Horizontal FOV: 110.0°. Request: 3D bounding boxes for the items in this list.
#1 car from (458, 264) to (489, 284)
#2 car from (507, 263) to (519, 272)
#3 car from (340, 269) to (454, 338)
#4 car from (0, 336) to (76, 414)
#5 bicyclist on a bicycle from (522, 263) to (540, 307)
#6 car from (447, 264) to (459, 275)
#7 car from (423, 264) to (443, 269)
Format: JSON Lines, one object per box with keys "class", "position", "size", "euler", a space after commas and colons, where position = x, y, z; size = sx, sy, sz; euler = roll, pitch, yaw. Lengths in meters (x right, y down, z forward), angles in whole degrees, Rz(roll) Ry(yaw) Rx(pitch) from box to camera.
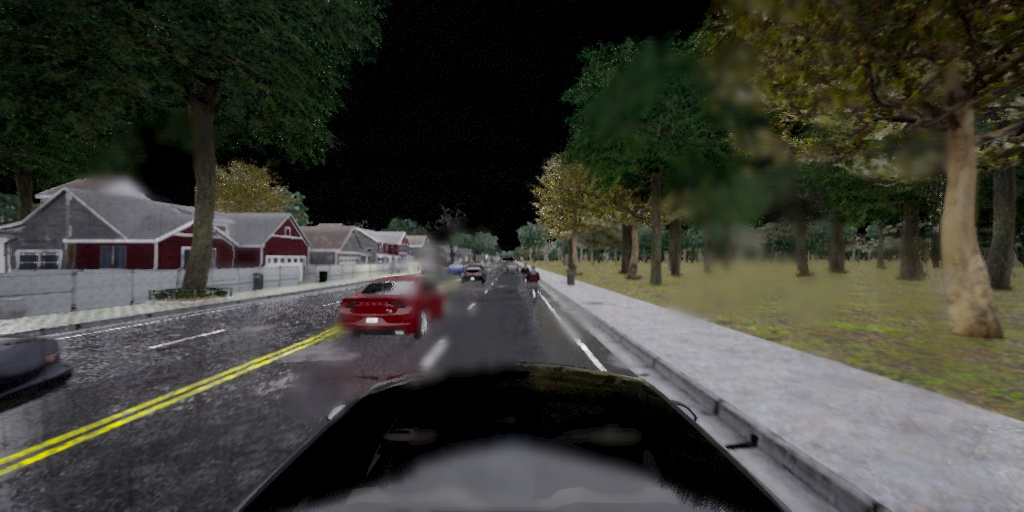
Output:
{"class": "car", "position": [-3.144, 1.572, 30.972], "size": [1.837, 1.490, 4.892], "euler": [0, -1, 0]}
{"class": "car", "position": [0.106, 1.896, 61.253], "size": [2.128, 1.511, 4.902], "euler": [0, -1, 0]}
{"class": "car", "position": [-3.147, 1.323, 10.538], "size": [1.882, 1.535, 5.008], "euler": [0, -1, 0]}
{"class": "car", "position": [-6.598, 1.305, 2.178], "size": [2.033, 1.411, 5.357], "euler": [0, -1, 0]}
{"class": "bicyclist on a bicycle", "position": [0.898, 1.265, 15.244], "size": [0.659, 1.776, 1.843], "euler": [0, 0, 0]}
{"class": "car", "position": [-6.587, 1.680, 42.916], "size": [1.882, 1.535, 5.008], "euler": [0, -1, 0]}
{"class": "car", "position": [-9.835, 1.729, 44.624], "size": [1.837, 1.490, 4.892], "euler": [0, -1, 0]}
